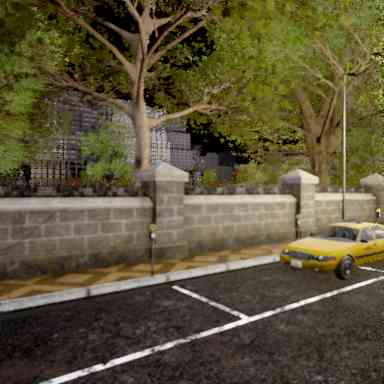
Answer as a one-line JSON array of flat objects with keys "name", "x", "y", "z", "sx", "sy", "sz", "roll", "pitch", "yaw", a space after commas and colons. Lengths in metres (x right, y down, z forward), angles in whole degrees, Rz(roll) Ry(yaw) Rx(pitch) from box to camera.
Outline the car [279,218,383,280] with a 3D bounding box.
[{"name": "car", "x": 4.619, "y": 1.493, "z": 9.845, "sx": 4.829, "sy": 1.417, "sz": 1.752, "roll": 0, "pitch": 1, "yaw": -35}]
